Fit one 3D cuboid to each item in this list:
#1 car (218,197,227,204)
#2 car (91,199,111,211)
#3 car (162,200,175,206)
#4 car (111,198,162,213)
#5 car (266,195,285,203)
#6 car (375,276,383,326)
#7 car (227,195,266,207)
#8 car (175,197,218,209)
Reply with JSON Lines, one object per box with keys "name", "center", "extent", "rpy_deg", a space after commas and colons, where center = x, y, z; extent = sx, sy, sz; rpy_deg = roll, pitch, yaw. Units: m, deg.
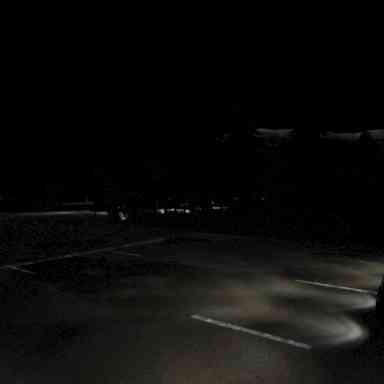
{"name": "car", "center": [4.694, 1.451, 50.760], "extent": [5.357, 1.411, 2.033], "rpy_deg": [0, 0, -37]}
{"name": "car", "center": [-9.170, 1.486, 38.299], "extent": [1.895, 1.301, 4.718], "rpy_deg": [0, 0, 43]}
{"name": "car", "center": [-2.711, 1.418, 44.668], "extent": [4.674, 1.442, 1.812], "rpy_deg": [0, 0, -42]}
{"name": "car", "center": [-6.013, 1.407, 36.491], "extent": [1.837, 1.490, 4.892], "rpy_deg": [0, 0, 43]}
{"name": "car", "center": [12.810, 1.273, 55.822], "extent": [4.553, 1.767, 2.097], "rpy_deg": [0, 0, -28]}
{"name": "car", "center": [5.138, 1.352, 4.578], "extent": [4.553, 1.767, 2.097], "rpy_deg": [0, 0, 36]}
{"name": "car", "center": [8.026, 1.414, 48.705], "extent": [4.902, 1.511, 2.128], "rpy_deg": [0, 0, -35]}
{"name": "car", "center": [0.639, 1.415, 42.977], "extent": [4.892, 1.490, 1.837], "rpy_deg": [0, 0, -41]}
